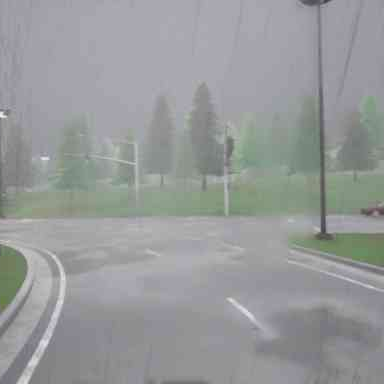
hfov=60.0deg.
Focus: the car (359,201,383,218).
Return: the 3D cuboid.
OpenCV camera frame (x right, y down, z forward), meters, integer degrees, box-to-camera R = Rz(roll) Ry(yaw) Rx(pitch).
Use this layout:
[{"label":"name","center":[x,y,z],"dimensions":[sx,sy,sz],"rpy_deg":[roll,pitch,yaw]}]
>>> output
[{"label":"car","center":[17.964,1.485,30.316],"dimensions":[5.008,1.535,1.882],"rpy_deg":[-1,-1,4]}]
